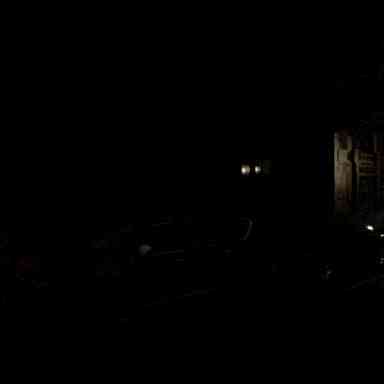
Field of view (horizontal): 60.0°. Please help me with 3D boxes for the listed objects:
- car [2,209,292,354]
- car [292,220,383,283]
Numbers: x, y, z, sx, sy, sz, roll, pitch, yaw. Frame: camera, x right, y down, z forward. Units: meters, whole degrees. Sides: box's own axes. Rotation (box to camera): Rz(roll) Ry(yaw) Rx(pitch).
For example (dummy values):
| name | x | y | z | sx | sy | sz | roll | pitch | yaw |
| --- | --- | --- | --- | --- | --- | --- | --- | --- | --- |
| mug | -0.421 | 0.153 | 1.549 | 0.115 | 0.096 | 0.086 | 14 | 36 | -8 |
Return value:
| name | x | y | z | sx | sy | sz | roll | pitch | yaw |
| --- | --- | --- | --- | --- | --- | --- | --- | --- | --- |
| car | -0.667 | 1.301 | 6.288 | 5.009 | 1.841 | 2.192 | 0 | 0 | -36 |
| car | 3.925 | 1.527 | 9.565 | 4.313 | 1.339 | 1.947 | 0 | 0 | -36 |
